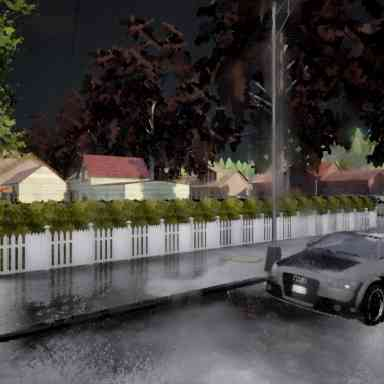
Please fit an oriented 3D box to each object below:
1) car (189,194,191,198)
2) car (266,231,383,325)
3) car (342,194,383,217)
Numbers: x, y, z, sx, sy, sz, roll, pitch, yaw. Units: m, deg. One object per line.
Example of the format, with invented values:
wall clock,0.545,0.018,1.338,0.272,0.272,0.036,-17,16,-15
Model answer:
car,-2.184,1.221,57.453,2.150,2.045,5.566,0,0,-35
car,3.550,1.564,7.127,4.181,1.385,1.994,0,0,-35
car,14.696,1.222,26.795,2.150,2.045,5.566,0,0,-37
